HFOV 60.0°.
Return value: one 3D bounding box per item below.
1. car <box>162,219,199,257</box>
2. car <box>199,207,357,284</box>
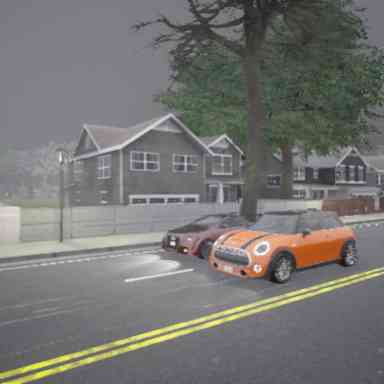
[{"bbox_3d":[0.980,1.545,12.368,4.181,1.385,1.994,0,0,-35],"label":"car"},{"bbox_3d":[2.730,1.334,9.626,4.553,1.767,2.097,0,0,-35],"label":"car"}]
